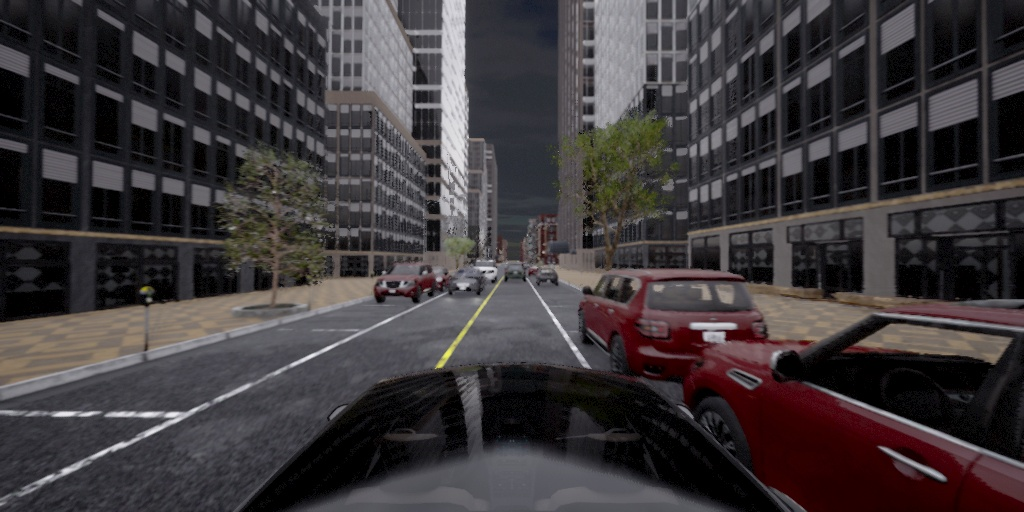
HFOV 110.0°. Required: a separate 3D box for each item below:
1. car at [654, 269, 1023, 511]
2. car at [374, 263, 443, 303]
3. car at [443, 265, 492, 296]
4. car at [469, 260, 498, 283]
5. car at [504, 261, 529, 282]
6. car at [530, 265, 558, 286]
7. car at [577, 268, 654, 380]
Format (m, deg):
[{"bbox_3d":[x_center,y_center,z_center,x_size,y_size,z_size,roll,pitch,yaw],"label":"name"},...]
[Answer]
[{"bbox_3d":[2.651,1.074,1.407,2.192,1.841,5.009,0,0,0],"label":"car"},{"bbox_3d":[-5.205,1.254,18.142,2.192,1.841,5.009,0,0,0],"label":"car"},{"bbox_3d":[-2.610,1.493,21.661,2.128,1.511,4.902,0,-1,1],"label":"car"},{"bbox_3d":[-2.514,1.372,33.067,2.150,2.045,5.566,0,-1,0],"label":"car"},{"bbox_3d":[0.325,1.541,34.907,2.097,1.767,4.553,0,-1,1],"label":"car"},{"bbox_3d":[2.765,1.675,29.194,2.007,1.370,4.403,0,0,0],"label":"car"},{"bbox_3d":[2.600,1.146,6.964,2.192,1.841,5.009,0,0,0],"label":"car"}]
